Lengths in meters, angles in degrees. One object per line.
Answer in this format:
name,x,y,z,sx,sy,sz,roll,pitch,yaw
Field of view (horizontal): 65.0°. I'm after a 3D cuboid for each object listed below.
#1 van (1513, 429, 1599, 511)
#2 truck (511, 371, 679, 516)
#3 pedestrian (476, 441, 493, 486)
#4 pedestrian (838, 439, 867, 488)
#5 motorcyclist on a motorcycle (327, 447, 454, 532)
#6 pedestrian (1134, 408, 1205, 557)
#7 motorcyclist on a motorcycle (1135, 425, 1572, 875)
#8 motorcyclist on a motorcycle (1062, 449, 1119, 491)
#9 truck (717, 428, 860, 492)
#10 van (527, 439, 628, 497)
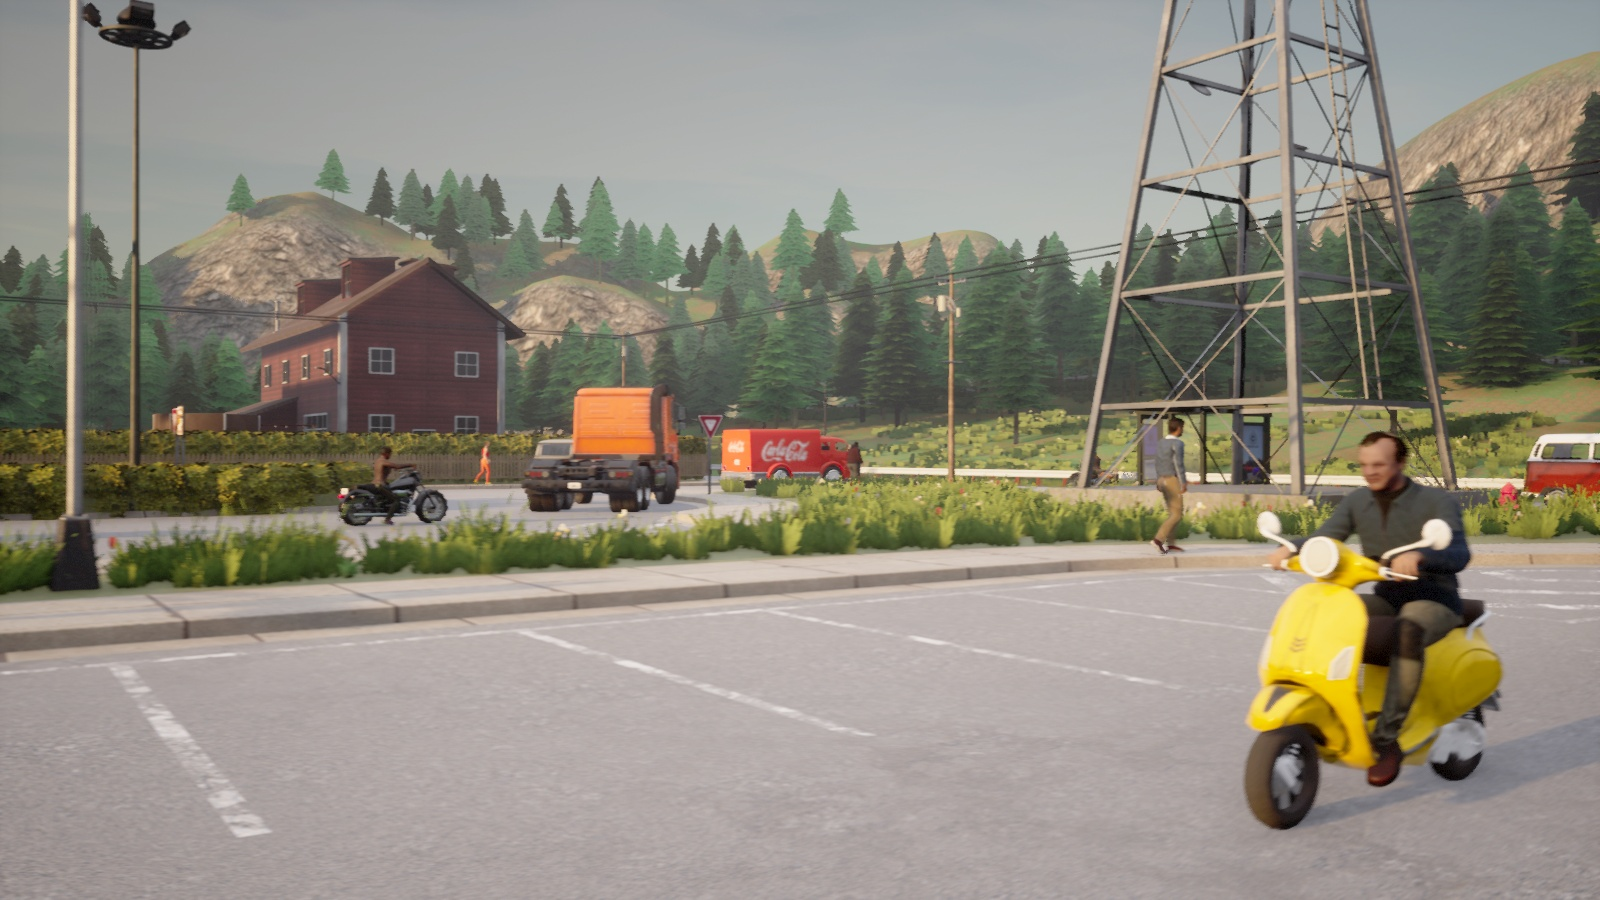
van,20.756,0.502,31.553,2.069,2.038,4.480,0,0,-34
truck,-5.290,-0.142,34.070,2.891,3.462,7.936,0,0,3
pedestrian,-13.013,0.555,51.809,0.594,1.836,0.345,0,0,-34
pedestrian,2.018,0.514,48.175,0.899,1.844,0.634,0,0,-36
motorcyclist on a motorcycle,-8.312,0.775,25.573,0.766,1.649,2.350,0,0,45
pedestrian,4.917,0.431,16.722,0.788,1.949,0.423,0,0,-14
motorcyclist on a motorcycle,2.366,0.706,5.306,1.817,1.590,0.866,0,0,-35
motorcyclist on a motorcycle,11.822,0.796,51.172,0.766,1.649,2.350,0,0,-34
truck,-0.456,0.384,51.195,5.204,2.467,2.627,0,0,-33
van,-7.907,0.625,45.008,1.775,1.987,4.442,0,0,16
